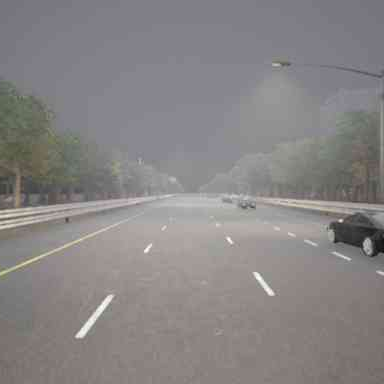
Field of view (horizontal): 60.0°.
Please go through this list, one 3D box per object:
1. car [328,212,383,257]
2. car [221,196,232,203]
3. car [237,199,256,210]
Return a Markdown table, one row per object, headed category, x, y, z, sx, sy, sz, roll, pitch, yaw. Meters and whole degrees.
| category | x | y | z | sx | sy | sz | roll | pitch | yaw |
| --- | --- | --- | --- | --- | --- | --- | --- | --- | --- |
| car | 6.999 | 1.496 | 12.901 | 1.882 | 1.535 | 5.008 | 0 | 0 | 0 |
| car | 7.074 | 1.573 | 68.401 | 1.812 | 1.442 | 4.674 | 0 | 0 | 0 |
| car | 7.008 | 1.618 | 43.454 | 1.895 | 1.301 | 4.718 | 0 | 0 | 0 |
